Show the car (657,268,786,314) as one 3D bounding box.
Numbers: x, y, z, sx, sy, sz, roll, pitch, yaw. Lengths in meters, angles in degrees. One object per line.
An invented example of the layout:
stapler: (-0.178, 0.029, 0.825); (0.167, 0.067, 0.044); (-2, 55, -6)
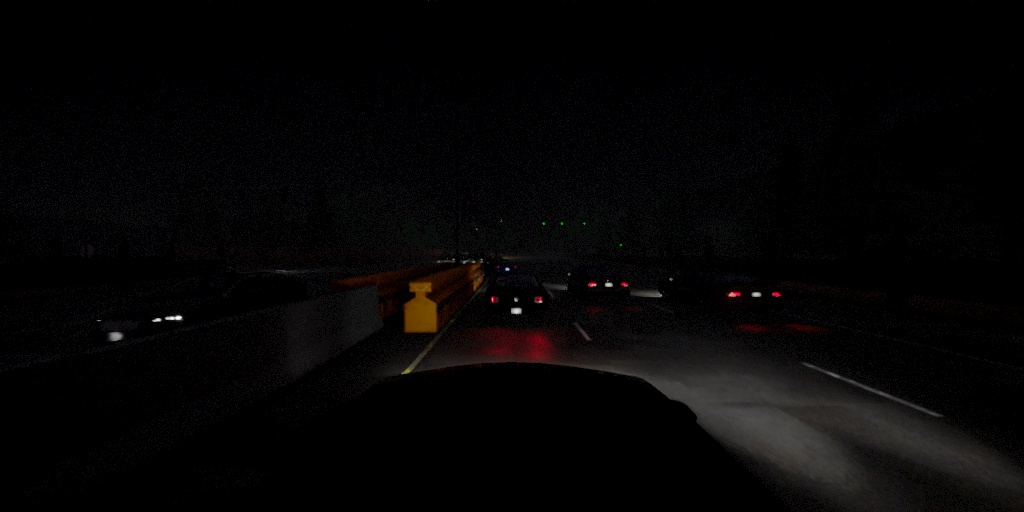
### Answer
car: (7.137, 1.140, 12.959); (2.033, 1.411, 5.357); (0, 1, 0)

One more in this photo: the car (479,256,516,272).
car: (-0.976, 0.928, 28.552); (1.994, 1.385, 4.181); (0, 1, -18)

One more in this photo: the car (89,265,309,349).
car: (-7.072, 1.144, 8.855); (2.128, 1.511, 4.902); (0, 1, 0)

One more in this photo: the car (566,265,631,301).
car: (3.653, 1.095, 16.001); (2.033, 1.411, 5.357); (0, 1, 0)

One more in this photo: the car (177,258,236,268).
car: (-30.528, 0.855, 36.061); (4.718, 1.301, 1.895); (0, 1, 0)

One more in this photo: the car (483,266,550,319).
car: (0.133, 1.205, 12.136); (1.895, 1.301, 4.718); (0, 1, 0)
